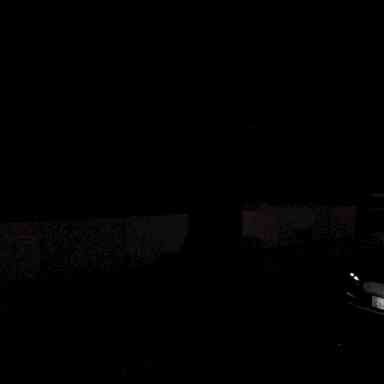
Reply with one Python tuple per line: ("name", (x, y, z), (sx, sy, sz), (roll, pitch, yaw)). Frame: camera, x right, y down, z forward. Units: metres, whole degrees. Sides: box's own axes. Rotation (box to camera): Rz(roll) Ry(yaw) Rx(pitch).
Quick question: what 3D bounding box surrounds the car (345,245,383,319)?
("car", (4.987, 1.483, 6.606), (4.902, 1.511, 2.128), (0, 0, -35))
